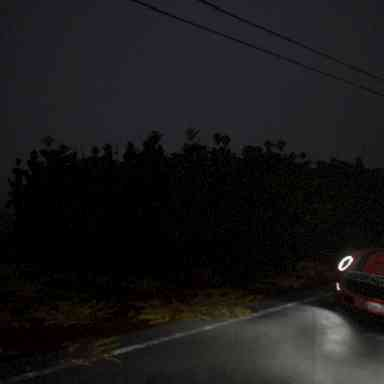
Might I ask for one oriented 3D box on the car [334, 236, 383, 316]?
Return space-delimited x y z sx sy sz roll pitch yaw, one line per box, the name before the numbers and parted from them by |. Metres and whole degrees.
car | 5.077 1.450 7.087 4.553 1.767 2.097 1 0 -34
